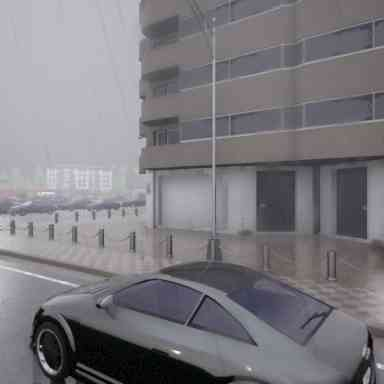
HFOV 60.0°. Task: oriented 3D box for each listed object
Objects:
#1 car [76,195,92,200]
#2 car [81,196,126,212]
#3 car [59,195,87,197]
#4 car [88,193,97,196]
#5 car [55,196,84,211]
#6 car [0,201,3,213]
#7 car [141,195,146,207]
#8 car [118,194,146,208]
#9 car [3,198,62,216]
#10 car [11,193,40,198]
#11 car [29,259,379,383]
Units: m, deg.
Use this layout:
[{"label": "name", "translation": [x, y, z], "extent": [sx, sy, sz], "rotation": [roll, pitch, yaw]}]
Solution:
[{"label": "car", "translation": [-29.133, 1.487, 89.789], "extent": [1.970, 1.475, 3.806], "rotation": [0, 0, 35]}, {"label": "car", "translation": [-10.839, 1.597, 41.011], "extent": [1.812, 1.442, 4.674], "rotation": [0, 0, 35]}, {"label": "car", "translation": [-22.916, 1.477, 64.136], "extent": [1.970, 1.475, 3.806], "rotation": [0, 0, 35]}, {"label": "car", "translation": [-26.768, 1.246, 88.119], "extent": [1.905, 1.878, 3.866], "rotation": [0, 0, 35]}, {"label": "car", "translation": [-14.323, 1.620, 42.149], "extent": [2.033, 1.411, 5.357], "rotation": [0, 0, 35]}, {"label": "car", "translation": [-20.073, 1.620, 33.879], "extent": [2.033, 1.411, 5.357], "rotation": [0, 0, 35]}, {"label": "car", "translation": [-4.898, 1.576, 49.544], "extent": [1.837, 1.490, 4.892], "rotation": [0, 0, 35]}, {"label": "car", "translation": [-8.465, 1.550, 50.552], "extent": [1.882, 1.535, 5.008], "rotation": [0, 0, 35]}, {"label": "car", "translation": [-16.005, 1.597, 33.564], "extent": [1.812, 1.442, 4.674], "rotation": [0, 0, 35]}, {"label": "car", "translation": [-36.806, 1.243, 73.759], "extent": [1.932, 1.855, 4.605], "rotation": [0, 0, 35]}, {"label": "car", "translation": [-0.114, 1.565, 4.062], "extent": [4.181, 1.385, 1.994], "rotation": [0, 0, 35]}]
